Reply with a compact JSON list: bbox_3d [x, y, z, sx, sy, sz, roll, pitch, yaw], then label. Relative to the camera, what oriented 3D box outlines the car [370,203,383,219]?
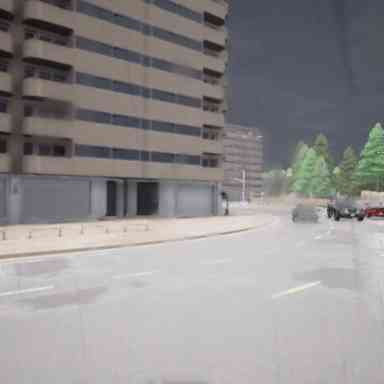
[{"bbox_3d":[17.843,1.851,33.285,1.882,1.535,5.008,1,0,8],"label":"car"}]

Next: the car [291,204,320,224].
[{"bbox_3d":[9.348,1.764,27.452,1.837,1.490,4.892,1,0,17],"label":"car"}]

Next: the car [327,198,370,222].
[{"bbox_3d":[13.689,1.536,29.892,2.150,2.045,5.566,1,0,12],"label":"car"}]
